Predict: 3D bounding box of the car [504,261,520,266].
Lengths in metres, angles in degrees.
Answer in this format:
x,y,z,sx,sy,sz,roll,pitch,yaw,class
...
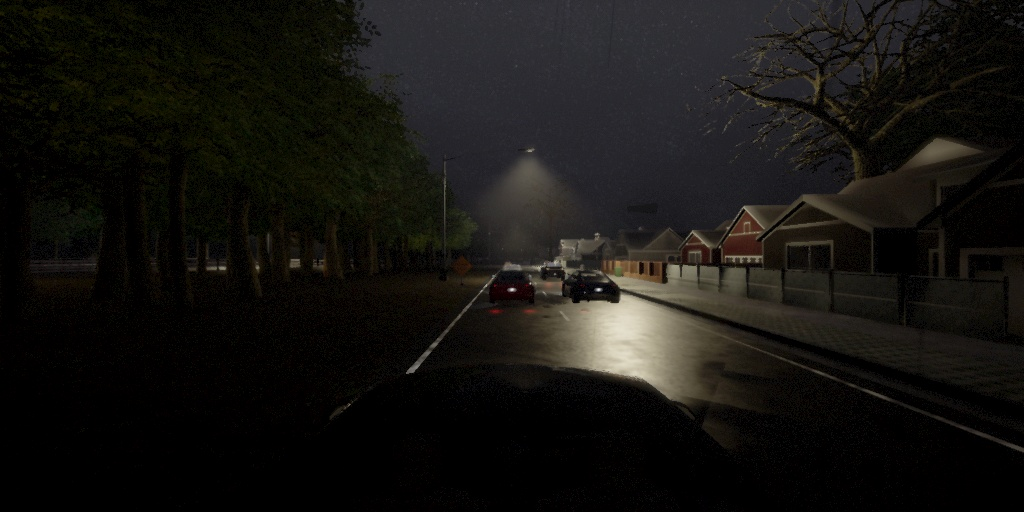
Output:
x,y,z,sx,sy,sz,roll,pitch,yaw,class
0.000,1.403,31.530,1.895,1.301,4.718,0,0,0,car

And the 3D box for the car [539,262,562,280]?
x,y,z,sx,sy,sz,roll,pitch,yaw,class
3.501,1.282,31.500,2.128,1.511,4.902,0,0,0,car

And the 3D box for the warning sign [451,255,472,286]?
x,y,z,sx,sy,sz,roll,pitch,yaw,class
-3.049,0.888,21.885,1.300,1.860,1.060,0,0,0,warning sign

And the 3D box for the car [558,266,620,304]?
x,y,z,sx,sy,sz,roll,pitch,yaw,class
3.501,1.338,16.500,1.994,1.385,4.181,0,0,0,car

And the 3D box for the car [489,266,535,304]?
x,y,z,sx,sy,sz,roll,pitch,yaw,class
0.001,1.338,16.500,1.994,1.385,4.181,0,0,0,car
